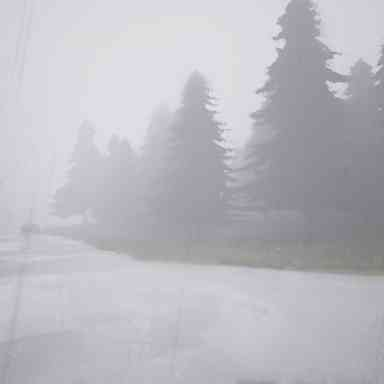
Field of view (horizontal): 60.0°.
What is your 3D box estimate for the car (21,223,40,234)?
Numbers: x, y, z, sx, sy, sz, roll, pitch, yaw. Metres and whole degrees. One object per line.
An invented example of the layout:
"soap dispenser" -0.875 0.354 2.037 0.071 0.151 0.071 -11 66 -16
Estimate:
"car" -20.480 4.612 42.024 1.895 1.301 4.718 1 -5 -30
